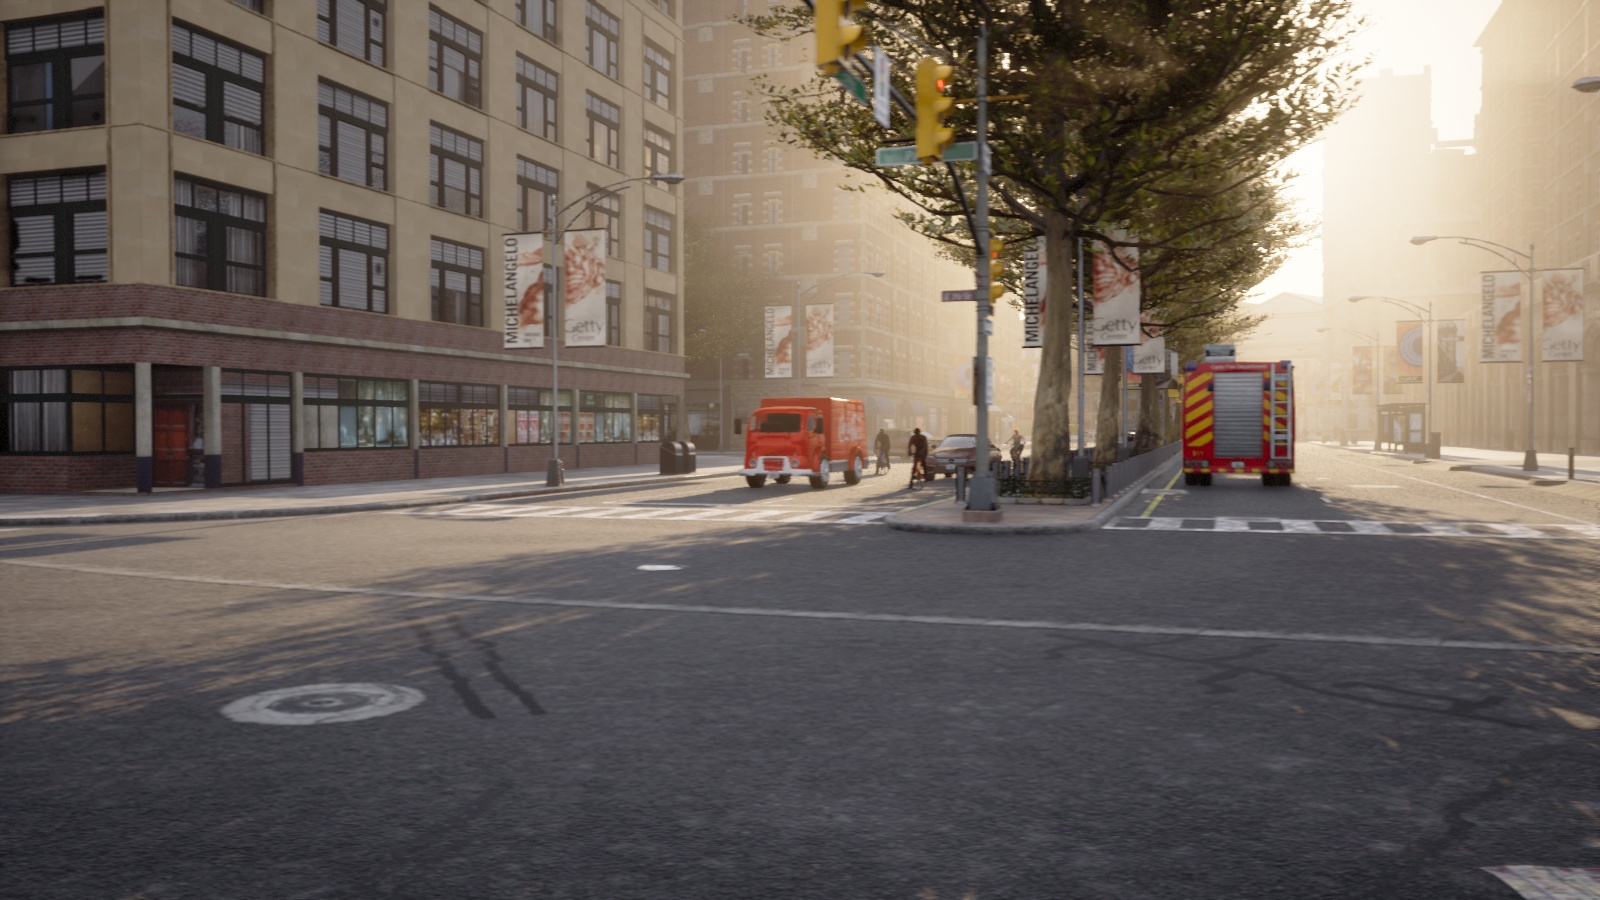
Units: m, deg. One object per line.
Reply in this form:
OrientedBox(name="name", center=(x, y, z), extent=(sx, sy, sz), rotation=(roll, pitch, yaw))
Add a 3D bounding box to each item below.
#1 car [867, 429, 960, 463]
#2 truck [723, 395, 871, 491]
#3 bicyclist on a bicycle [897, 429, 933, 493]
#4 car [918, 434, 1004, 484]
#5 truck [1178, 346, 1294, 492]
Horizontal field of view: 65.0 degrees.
OrientedBox(name="car", center=(5.731, -0.246, 63.968), extent=(2.033, 1.649, 4.856), rotation=(0, 1, -36))
OrientedBox(name="truck", center=(0.047, -0.224, 35.214), extent=(2.627, 2.467, 5.204), rotation=(1, 1, 18))
OrientedBox(name="bicyclist on a bicycle", center=(3.035, 0.263, 32.965), extent=(0.582, 1.620, 1.656), rotation=(1, 1, 18))
OrientedBox(name="car", center=(5.137, 0.240, 39.454), extent=(1.812, 1.442, 4.674), rotation=(1, 1, 18))
OrientedBox(name="truck", center=(12.862, -0.887, 37.299), extent=(2.891, 3.827, 8.468), rotation=(1, 1, 18))
